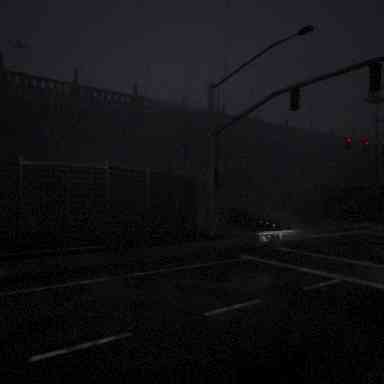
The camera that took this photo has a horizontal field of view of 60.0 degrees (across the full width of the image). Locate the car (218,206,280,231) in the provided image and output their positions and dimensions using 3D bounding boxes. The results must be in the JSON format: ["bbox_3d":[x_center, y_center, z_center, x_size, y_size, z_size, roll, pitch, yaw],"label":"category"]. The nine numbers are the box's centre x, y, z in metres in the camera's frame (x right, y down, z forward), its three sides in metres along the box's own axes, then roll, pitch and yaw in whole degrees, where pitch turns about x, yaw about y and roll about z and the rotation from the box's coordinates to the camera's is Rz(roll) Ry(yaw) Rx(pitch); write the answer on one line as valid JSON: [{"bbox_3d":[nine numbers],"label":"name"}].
[{"bbox_3d":[3.796,1.771,22.942,1.837,1.490,4.892,1,2,-36],"label":"car"}]
